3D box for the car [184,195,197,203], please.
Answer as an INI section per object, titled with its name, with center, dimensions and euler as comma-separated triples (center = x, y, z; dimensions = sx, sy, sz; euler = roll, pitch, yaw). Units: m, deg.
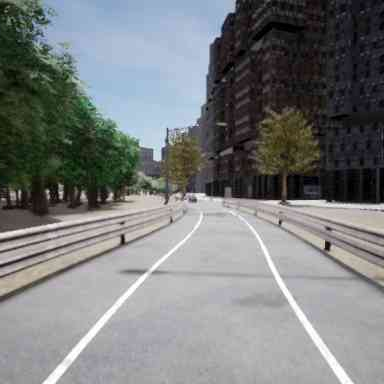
[car]
center = -0.377, 1.297, 68.406
dimensions = 2.097, 1.767, 4.553
euler = 0, 0, -13
